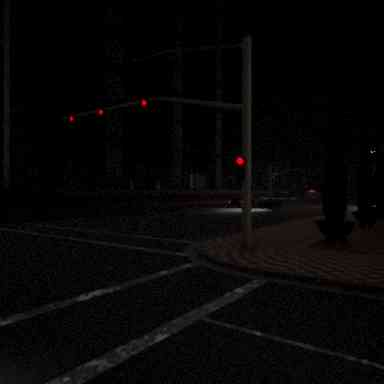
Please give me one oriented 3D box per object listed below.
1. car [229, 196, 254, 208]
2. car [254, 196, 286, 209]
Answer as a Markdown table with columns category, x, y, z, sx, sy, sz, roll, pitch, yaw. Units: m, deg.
| category | x | y | z | sx | sy | sz | roll | pitch | yaw |
| --- | --- | --- | --- | --- | --- | --- | --- | --- | --- |
| car | 6.940 | 1.315 | 46.092 | 2.097 | 1.767 | 4.553 | 0 | 0 | 36 |
| car | 10.605 | 1.570 | 45.181 | 1.895 | 1.301 | 4.718 | 0 | 0 | 36 |
